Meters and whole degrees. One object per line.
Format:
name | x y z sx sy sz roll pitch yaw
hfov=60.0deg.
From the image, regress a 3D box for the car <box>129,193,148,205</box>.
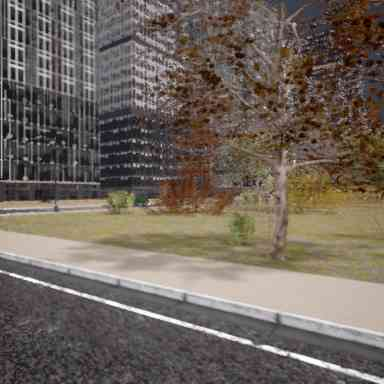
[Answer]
car | -9.708 1.272 55.219 2.150 2.045 5.566 -1 -1 37
